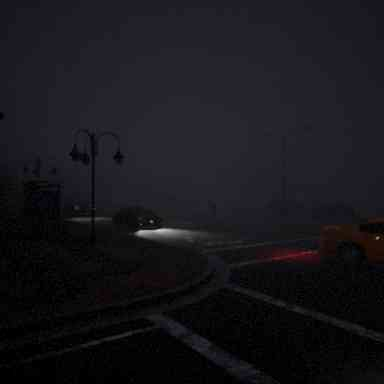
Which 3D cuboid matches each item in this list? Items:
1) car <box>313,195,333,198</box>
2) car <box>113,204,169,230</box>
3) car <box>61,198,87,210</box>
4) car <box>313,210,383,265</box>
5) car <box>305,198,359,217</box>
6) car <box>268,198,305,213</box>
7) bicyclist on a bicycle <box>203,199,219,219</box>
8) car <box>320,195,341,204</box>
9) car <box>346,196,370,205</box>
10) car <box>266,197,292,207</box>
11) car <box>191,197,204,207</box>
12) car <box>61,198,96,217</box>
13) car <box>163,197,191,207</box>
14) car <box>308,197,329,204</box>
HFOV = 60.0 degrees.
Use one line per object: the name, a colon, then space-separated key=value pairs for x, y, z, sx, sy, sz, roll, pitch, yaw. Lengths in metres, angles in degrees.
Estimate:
car: x=22.113 y=1.685 z=59.212 sx=2.007 sy=1.523 sz=4.514 roll=1 pitch=0 yaw=-36
car: x=-3.645 y=1.648 z=22.034 sx=1.994 sy=1.385 sz=4.181 roll=1 pitch=0 yaw=-36
car: x=-16.017 y=1.632 z=44.954 sx=1.812 sy=1.442 sz=4.674 roll=1 pitch=0 yaw=-40
car: x=6.746 y=1.573 z=10.705 sx=5.008 sy=1.535 sz=1.882 roll=0 pitch=1 yaw=28
car: x=12.433 y=1.583 z=29.766 sx=1.845 sy=1.501 sz=3.633 roll=1 pitch=0 yaw=-36
car: x=10.556 y=1.615 z=37.539 sx=1.970 sy=1.475 sz=3.806 roll=1 pitch=0 yaw=-36
bicyclist on a bicycle: x=1.576 y=1.438 z=27.570 sx=1.656 sy=1.620 sz=0.582 roll=0 pitch=0 yaw=-36
car: x=30.786 y=1.576 z=74.175 sx=1.905 sy=1.878 sz=3.866 roll=1 pitch=0 yaw=-36
car: x=32.673 y=1.573 z=65.859 sx=1.932 sy=1.855 sz=4.605 roll=1 pitch=0 yaw=-36
car: x=13.949 y=1.635 z=53.450 sx=1.845 sy=1.501 sz=3.633 roll=1 pitch=0 yaw=-36
car: x=-0.152 y=1.561 z=52.829 sx=2.152 sy=1.636 sz=5.027 roll=1 pitch=0 yaw=-36
car: x=-10.877 y=1.435 z=31.995 sx=2.097 sy=1.767 sz=4.553 roll=1 pitch=0 yaw=-36
car: x=-2.676 y=1.548 z=50.967 sx=2.007 sy=1.523 sz=4.514 roll=1 pitch=0 yaw=-36
car: x=27.722 y=1.836 z=72.743 sx=1.970 sy=1.475 sz=3.806 roll=1 pitch=0 yaw=-36
